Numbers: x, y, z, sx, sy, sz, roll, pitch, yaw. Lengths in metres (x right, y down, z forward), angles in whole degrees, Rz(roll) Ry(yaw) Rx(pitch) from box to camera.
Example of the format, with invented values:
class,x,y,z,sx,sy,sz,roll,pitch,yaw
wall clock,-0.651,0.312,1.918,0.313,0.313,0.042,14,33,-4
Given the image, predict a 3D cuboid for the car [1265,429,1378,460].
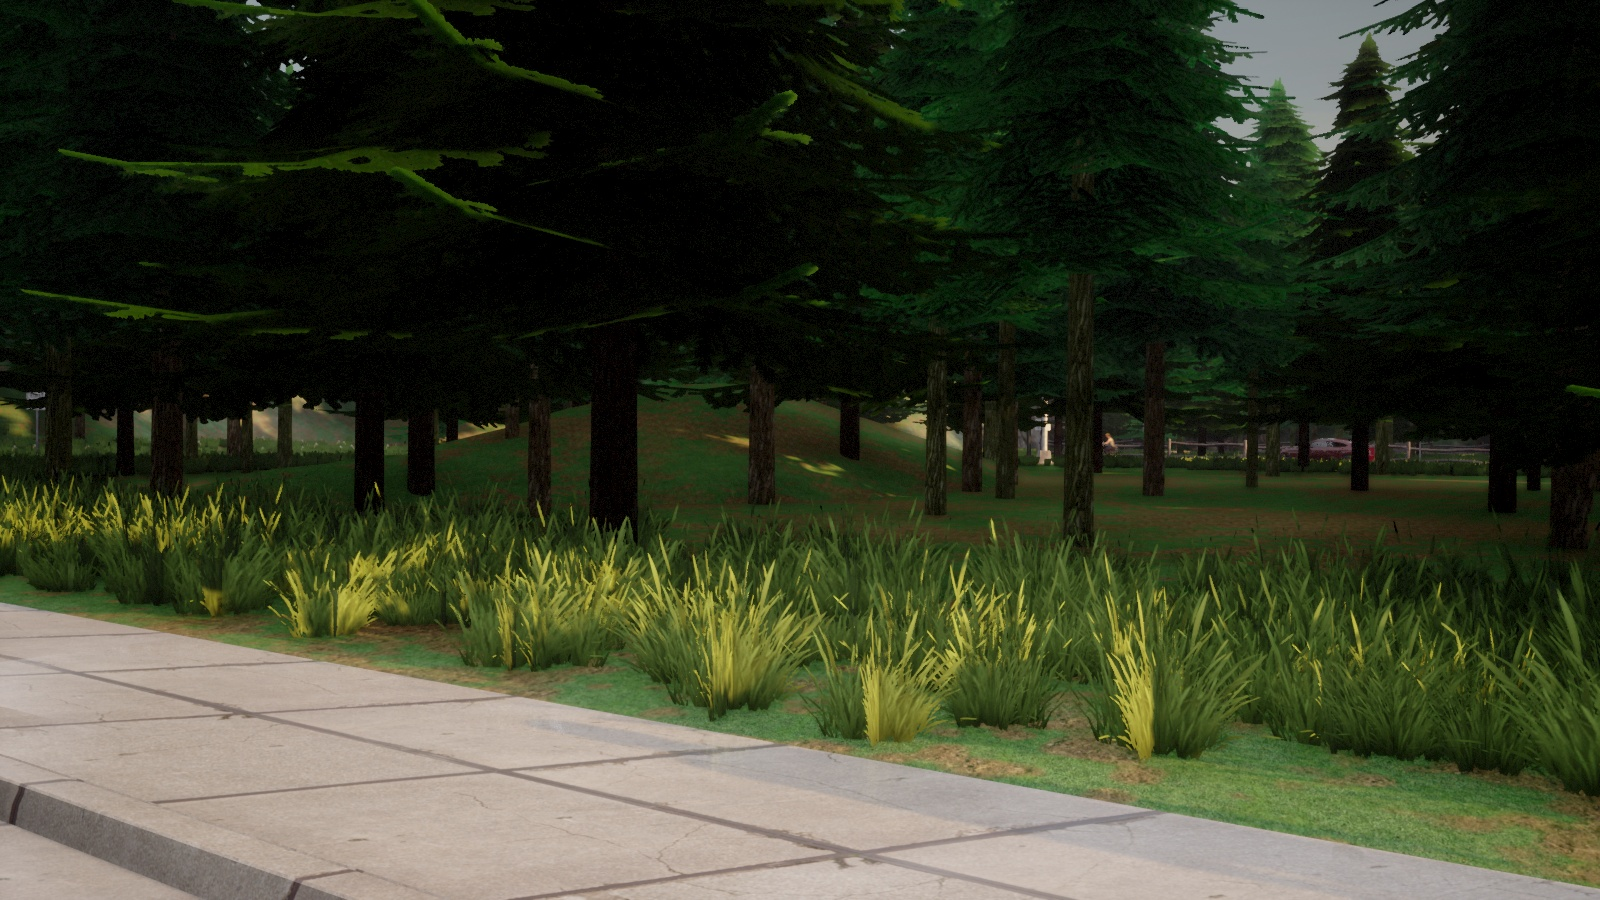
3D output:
class,x,y,z,sx,sy,sz,roll,pitch,yaw
car,24.807,-0.284,59.805,4.674,1.442,1.812,0,1,35
